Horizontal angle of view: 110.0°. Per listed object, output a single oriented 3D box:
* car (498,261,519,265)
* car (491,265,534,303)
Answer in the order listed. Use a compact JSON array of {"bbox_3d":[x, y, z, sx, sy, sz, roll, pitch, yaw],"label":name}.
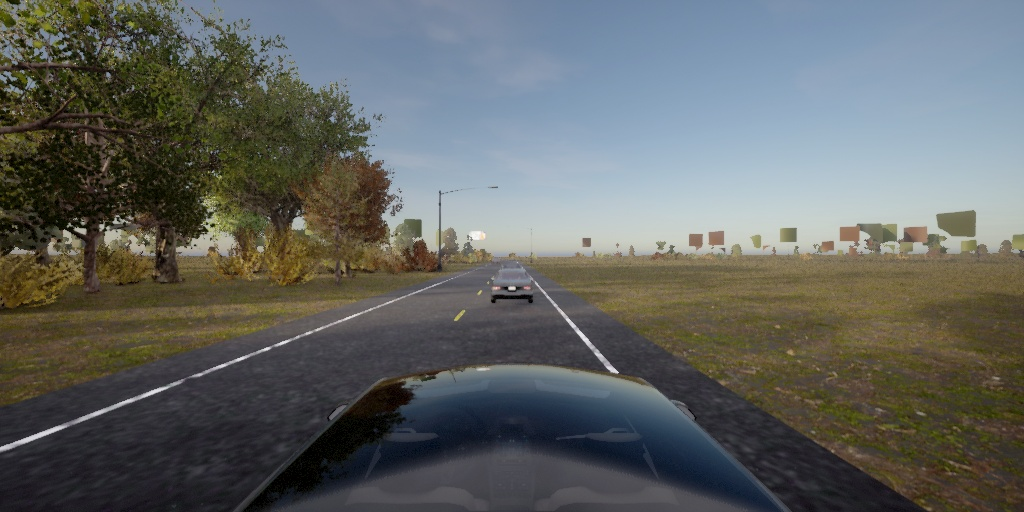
[{"bbox_3d":[0.000,1.320,31.500,1.994,1.385,4.181,0,0,0],"label":"car"},{"bbox_3d":[0.000,1.311,16.500,2.033,1.411,5.357,0,0,0],"label":"car"}]
